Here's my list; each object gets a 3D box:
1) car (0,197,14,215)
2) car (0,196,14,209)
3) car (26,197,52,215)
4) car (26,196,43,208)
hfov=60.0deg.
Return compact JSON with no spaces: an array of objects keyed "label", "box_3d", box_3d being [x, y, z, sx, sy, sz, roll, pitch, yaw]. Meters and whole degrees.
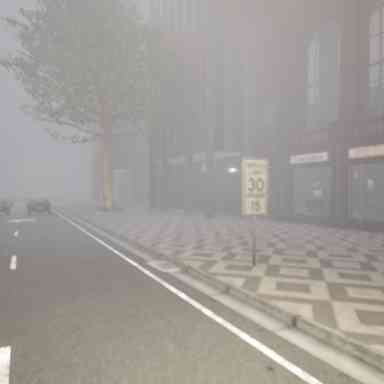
[{"label":"car","box_3d":[-16.954,1.216,29.164,2.128,1.511,4.902,0,0,-27]},{"label":"car","box_3d":[-22.726,1.229,40.369,1.895,1.301,4.718,0,0,-27]},{"label":"car","box_3d":[-14.091,1.210,30.664,1.882,1.535,5.008,0,0,-26]},{"label":"car","box_3d":[-20.013,1.232,42.204,1.895,1.301,4.718,0,0,-27]}]
